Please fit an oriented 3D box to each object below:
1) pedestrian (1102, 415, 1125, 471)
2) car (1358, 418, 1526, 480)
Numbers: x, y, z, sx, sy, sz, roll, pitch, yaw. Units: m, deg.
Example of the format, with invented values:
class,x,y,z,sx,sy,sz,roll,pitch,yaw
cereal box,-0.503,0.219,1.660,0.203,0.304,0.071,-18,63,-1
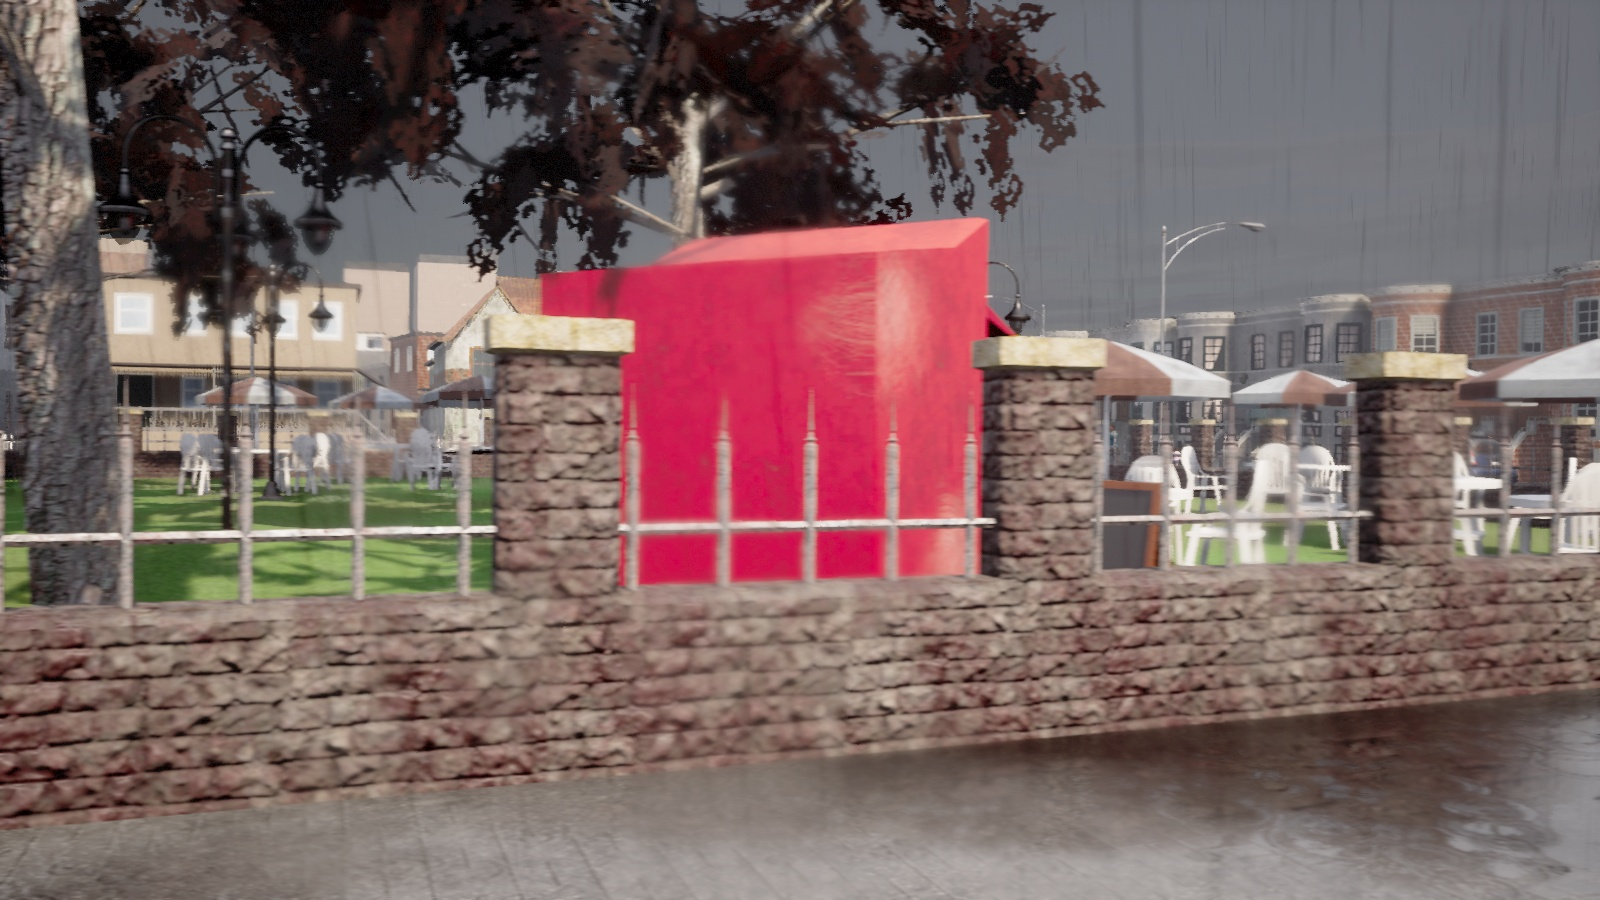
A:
class,x,y,z,sx,sy,sz,roll,pitch,yaw
pedestrian,10.970,-0.239,43.947,0.692,1.930,0.396,-1,1,-5
car,17.876,-0.070,35.178,1.851,1.617,3.988,-1,1,-21
